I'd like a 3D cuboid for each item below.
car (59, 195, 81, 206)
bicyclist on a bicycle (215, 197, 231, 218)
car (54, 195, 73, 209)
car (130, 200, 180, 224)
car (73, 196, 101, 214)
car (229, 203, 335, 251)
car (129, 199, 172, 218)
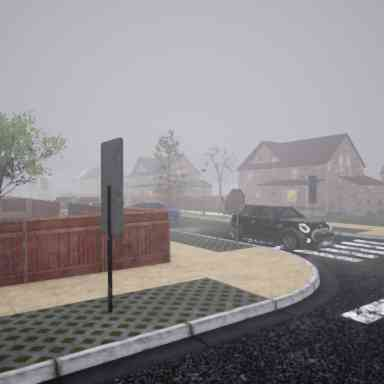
[{"bbox_3d":[-18.578,1.258,50.448,1.882,1.535,5.008,0,0,-35],"label":"car"},{"bbox_3d":[2.467,1.197,26.063,1.656,1.620,0.582,-1,1,-36],"label":"bicyclist on a bicycle"},{"bbox_3d":[-16.224,1.325,42.198,1.837,1.490,4.892,0,0,-35],"label":"car"},{"bbox_3d":[-2.716,1.394,23.241,1.882,1.535,5.008,0,0,-36],"label":"car"},{"bbox_3d":[-9.986,1.213,33.412,2.097,1.767,4.553,0,0,-36],"label":"car"},{"bbox_3d":[3.702,1.321,14.268,2.097,1.767,4.553,0,0,-36],"label":"car"},{"bbox_3d":[-3.803,1.403,29.838,1.812,1.442,4.674,0,0,-36],"label":"car"}]
